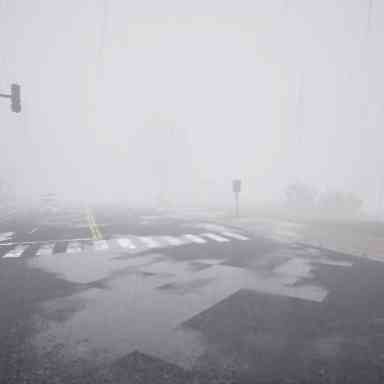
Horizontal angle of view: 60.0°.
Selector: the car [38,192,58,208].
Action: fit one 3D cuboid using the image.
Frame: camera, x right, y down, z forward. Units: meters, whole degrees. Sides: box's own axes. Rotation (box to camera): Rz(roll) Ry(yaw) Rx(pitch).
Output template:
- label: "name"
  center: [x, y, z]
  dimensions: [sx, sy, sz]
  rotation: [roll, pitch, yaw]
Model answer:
- label: "car"
  center: [-20.106, 1.043, 46.655]
  dimensions: [2.150, 2.045, 5.566]
  rotation: [-1, 1, -19]
